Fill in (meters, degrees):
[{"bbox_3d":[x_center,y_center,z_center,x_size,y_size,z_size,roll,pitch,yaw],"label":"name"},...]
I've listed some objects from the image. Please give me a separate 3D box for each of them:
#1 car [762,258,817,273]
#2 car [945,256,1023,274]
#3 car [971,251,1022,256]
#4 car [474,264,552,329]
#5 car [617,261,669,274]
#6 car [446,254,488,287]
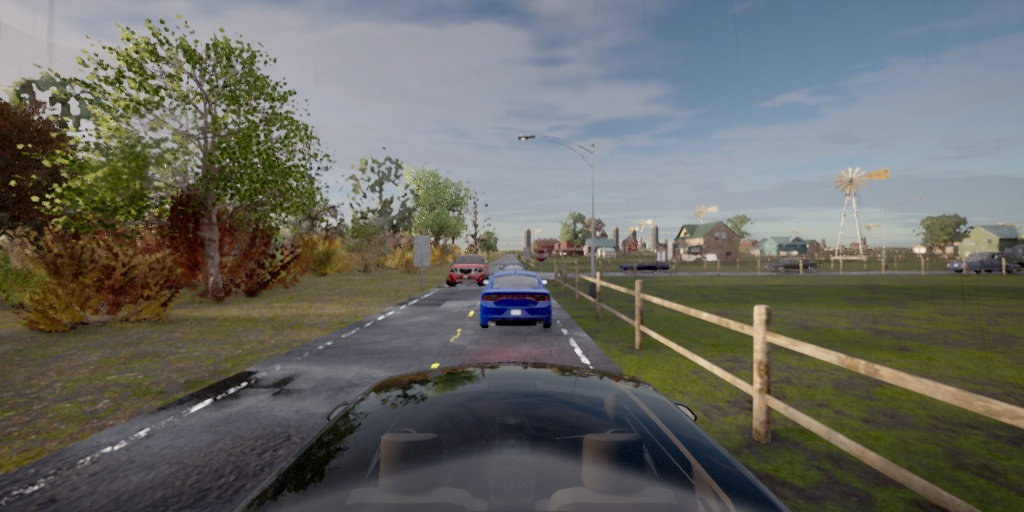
[{"bbox_3d":[28.278,0.961,36.645,4.892,1.490,1.837,0,0,-1],"label":"car"},{"bbox_3d":[44.614,0.920,34.028,5.357,1.411,2.033,0,0,0],"label":"car"},{"bbox_3d":[49.125,0.568,36.906,5.566,2.045,2.150,0,0,-1],"label":"car"},{"bbox_3d":[0.102,1.183,11.061,1.882,1.535,5.008,0,0,0],"label":"car"},{"bbox_3d":[13.215,1.123,36.417,4.718,1.301,1.895,0,0,0],"label":"car"},{"bbox_3d":[-2.750,0.868,23.930,2.150,2.045,5.566,0,0,0],"label":"car"}]
